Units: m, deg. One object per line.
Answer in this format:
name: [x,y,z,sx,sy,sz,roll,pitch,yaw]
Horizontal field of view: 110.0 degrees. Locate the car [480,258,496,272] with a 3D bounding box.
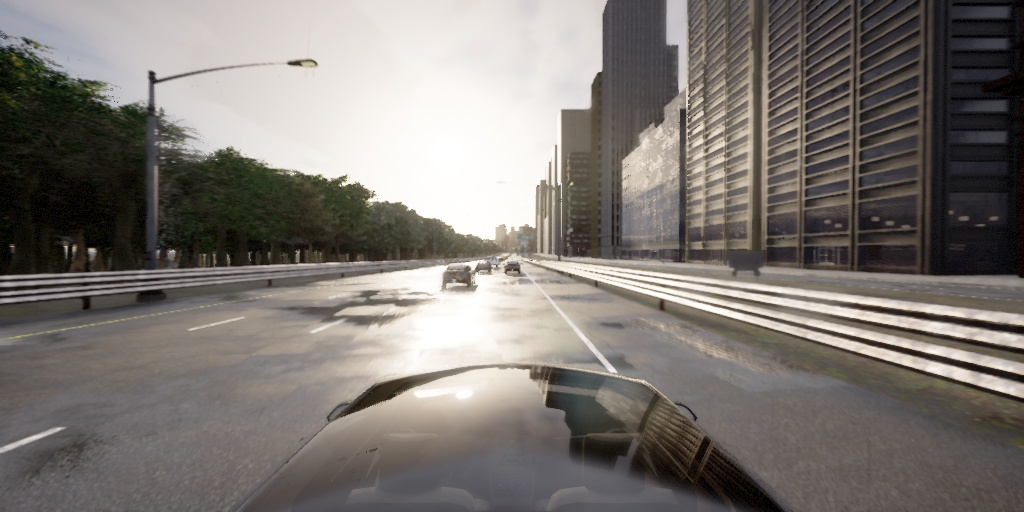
car: [-3.573,1.300,46.196,2.128,1.511,4.902,0,0,0]

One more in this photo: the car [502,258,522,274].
car: [0.043,1.304,42.696,1.837,1.490,4.892,0,0,0]

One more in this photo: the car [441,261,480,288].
car: [-3.511,1.278,24.201,1.837,1.490,4.892,0,0,0]
